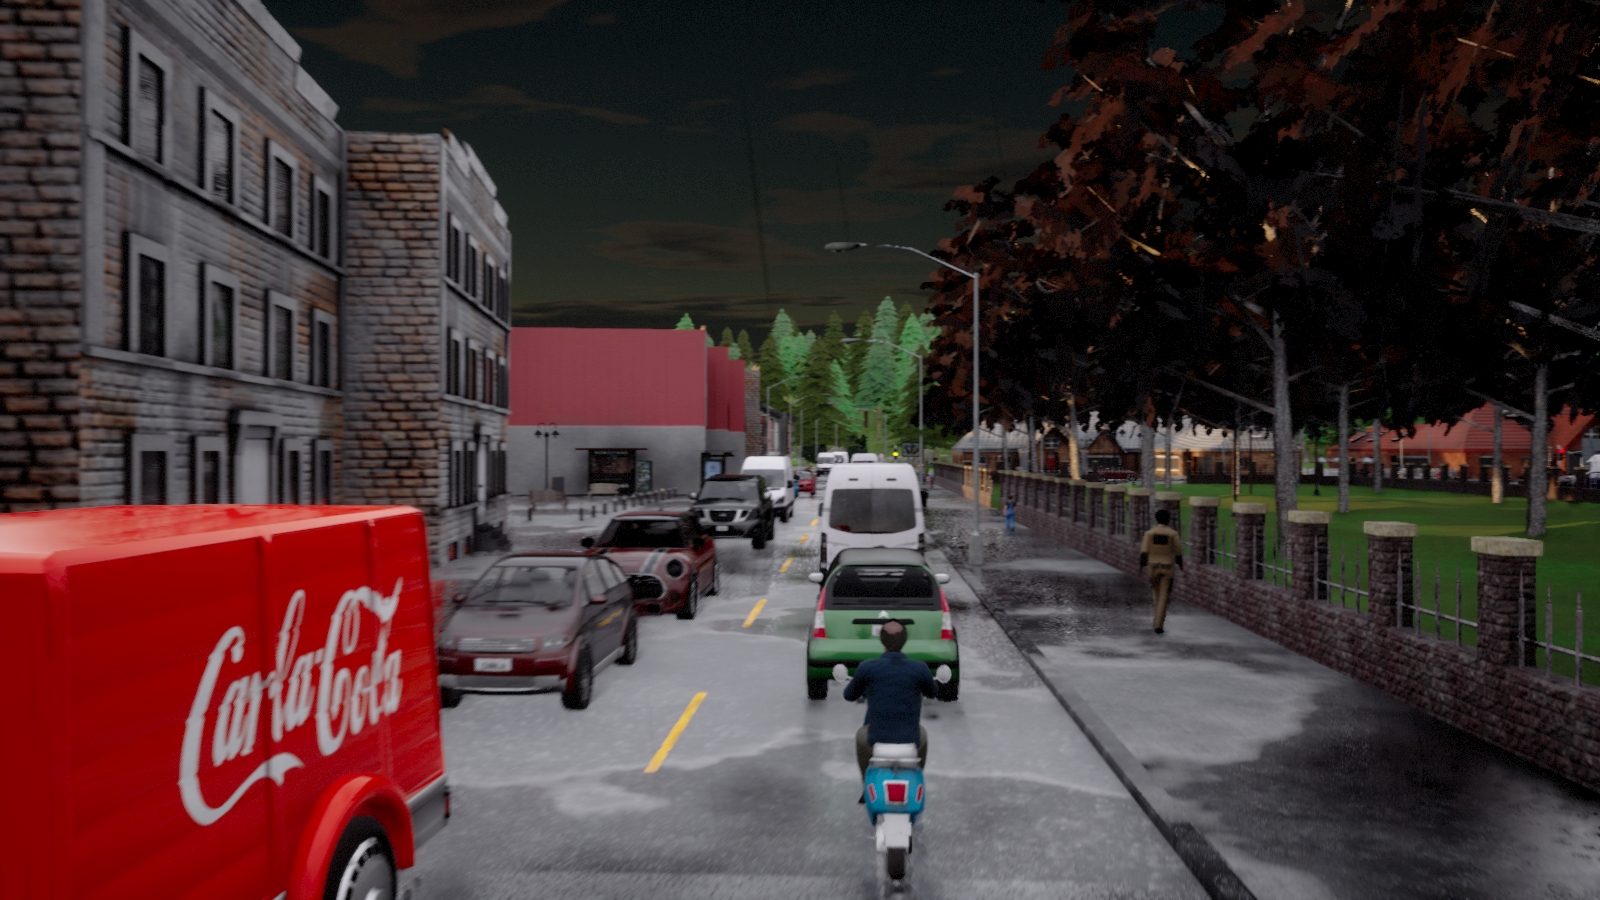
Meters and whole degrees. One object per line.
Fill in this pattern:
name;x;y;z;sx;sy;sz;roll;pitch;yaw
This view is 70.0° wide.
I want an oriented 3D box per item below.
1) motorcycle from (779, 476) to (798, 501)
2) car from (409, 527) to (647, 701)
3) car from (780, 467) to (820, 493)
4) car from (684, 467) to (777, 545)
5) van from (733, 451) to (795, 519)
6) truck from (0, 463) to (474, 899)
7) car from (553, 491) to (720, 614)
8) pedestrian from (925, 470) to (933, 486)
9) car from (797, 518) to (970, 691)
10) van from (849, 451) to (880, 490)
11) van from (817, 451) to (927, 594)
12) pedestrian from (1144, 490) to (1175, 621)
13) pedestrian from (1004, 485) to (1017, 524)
motorcycle;-0.577;1.991;60.107;0.867;1.251;2.209;0;0;3
car;-3.058;1.808;13.633;1.789;1.549;3.705;0;0;3
car;0.031;1.849;71.347;2.231;1.480;4.892;0;0;3
car;-1.952;1.562;33.981;2.150;2.045;5.566;0;0;3
van;-1.353;1.318;45.899;1.988;2.561;5.915;0;0;3
truck;-3.528;1.341;4.731;2.627;2.467;5.204;0;0;3
car;-2.738;1.686;20.269;2.097;1.767;4.553;0;0;3
pedestrian;8.769;1.916;77.807;0.500;1.100;0.500;0;0;-3
car;0.997;1.781;14.314;1.851;1.617;3.988;0;0;3
van;4.371;1.324;77.587;1.988;2.561;5.915;0;0;3
van;1.460;1.318;23.618;1.988;2.561;5.915;0;0;3
pedestrian;5.254;1.529;16.683;0.375;1.860;0.375;0;0;27
pedestrian;7.041;1.812;38.190;0.375;1.300;0.375;0;0;2
